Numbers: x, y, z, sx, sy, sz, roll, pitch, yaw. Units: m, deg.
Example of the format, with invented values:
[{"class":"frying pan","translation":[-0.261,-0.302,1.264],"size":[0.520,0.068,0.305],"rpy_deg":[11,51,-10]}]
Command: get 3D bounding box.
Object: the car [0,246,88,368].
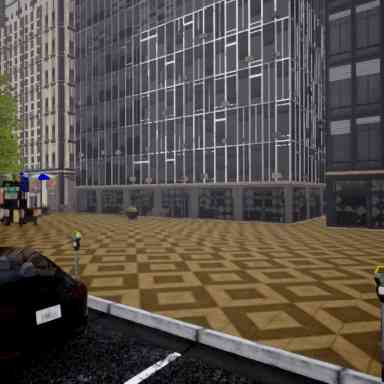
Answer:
[{"class":"car","translation":[-3.482,1.566,5.371],"size":[4.313,1.339,1.947],"rpy_deg":[0,0,36]}]
